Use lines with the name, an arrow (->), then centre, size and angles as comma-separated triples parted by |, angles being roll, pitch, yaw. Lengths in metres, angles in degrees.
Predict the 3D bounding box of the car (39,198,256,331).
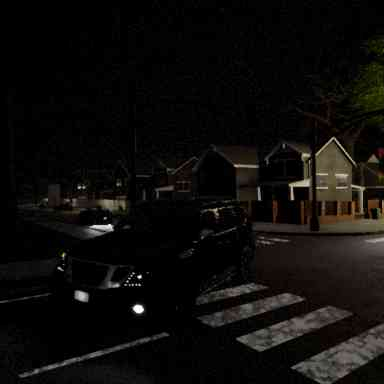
car -> -0.300, 1.211, 7.438 | 2.150, 2.045, 5.566 | 2, 1, 30

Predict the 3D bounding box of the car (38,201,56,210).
car -> -24.230, 2.187, 55.544 | 1.994, 1.385, 4.181 | -1, 0, -35

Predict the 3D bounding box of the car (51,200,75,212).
car -> -18.253, 1.985, 47.015 | 2.128, 1.511, 4.902 | -1, 0, -34

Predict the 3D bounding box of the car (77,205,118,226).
car -> -7.740, 1.850, 26.951 | 1.994, 1.385, 4.181 | -1, 0, -34
